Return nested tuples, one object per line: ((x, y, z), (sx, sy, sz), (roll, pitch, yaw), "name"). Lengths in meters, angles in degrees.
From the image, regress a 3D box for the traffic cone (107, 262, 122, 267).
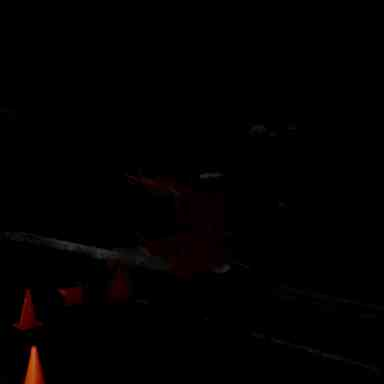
((-1.550, 1.894, 7.116), (0.340, 0.580, 0.340), (1, 1, -43), "traffic cone")

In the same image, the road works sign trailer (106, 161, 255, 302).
((-0.935, 0.680, 7.574), (2.880, 2.380, 3.560), (-16, 18, -28), "road works sign trailer")
